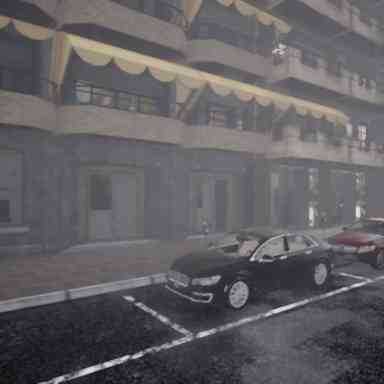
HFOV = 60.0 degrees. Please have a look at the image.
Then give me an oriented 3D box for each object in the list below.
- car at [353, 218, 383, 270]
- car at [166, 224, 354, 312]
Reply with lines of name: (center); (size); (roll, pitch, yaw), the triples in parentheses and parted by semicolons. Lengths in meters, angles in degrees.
car: (6.007, 1.532, 10.825); (4.206, 1.307, 1.802); (0, 1, -35)
car: (1.491, 1.527, 7.605); (4.403, 1.369, 2.008); (0, 1, -35)
